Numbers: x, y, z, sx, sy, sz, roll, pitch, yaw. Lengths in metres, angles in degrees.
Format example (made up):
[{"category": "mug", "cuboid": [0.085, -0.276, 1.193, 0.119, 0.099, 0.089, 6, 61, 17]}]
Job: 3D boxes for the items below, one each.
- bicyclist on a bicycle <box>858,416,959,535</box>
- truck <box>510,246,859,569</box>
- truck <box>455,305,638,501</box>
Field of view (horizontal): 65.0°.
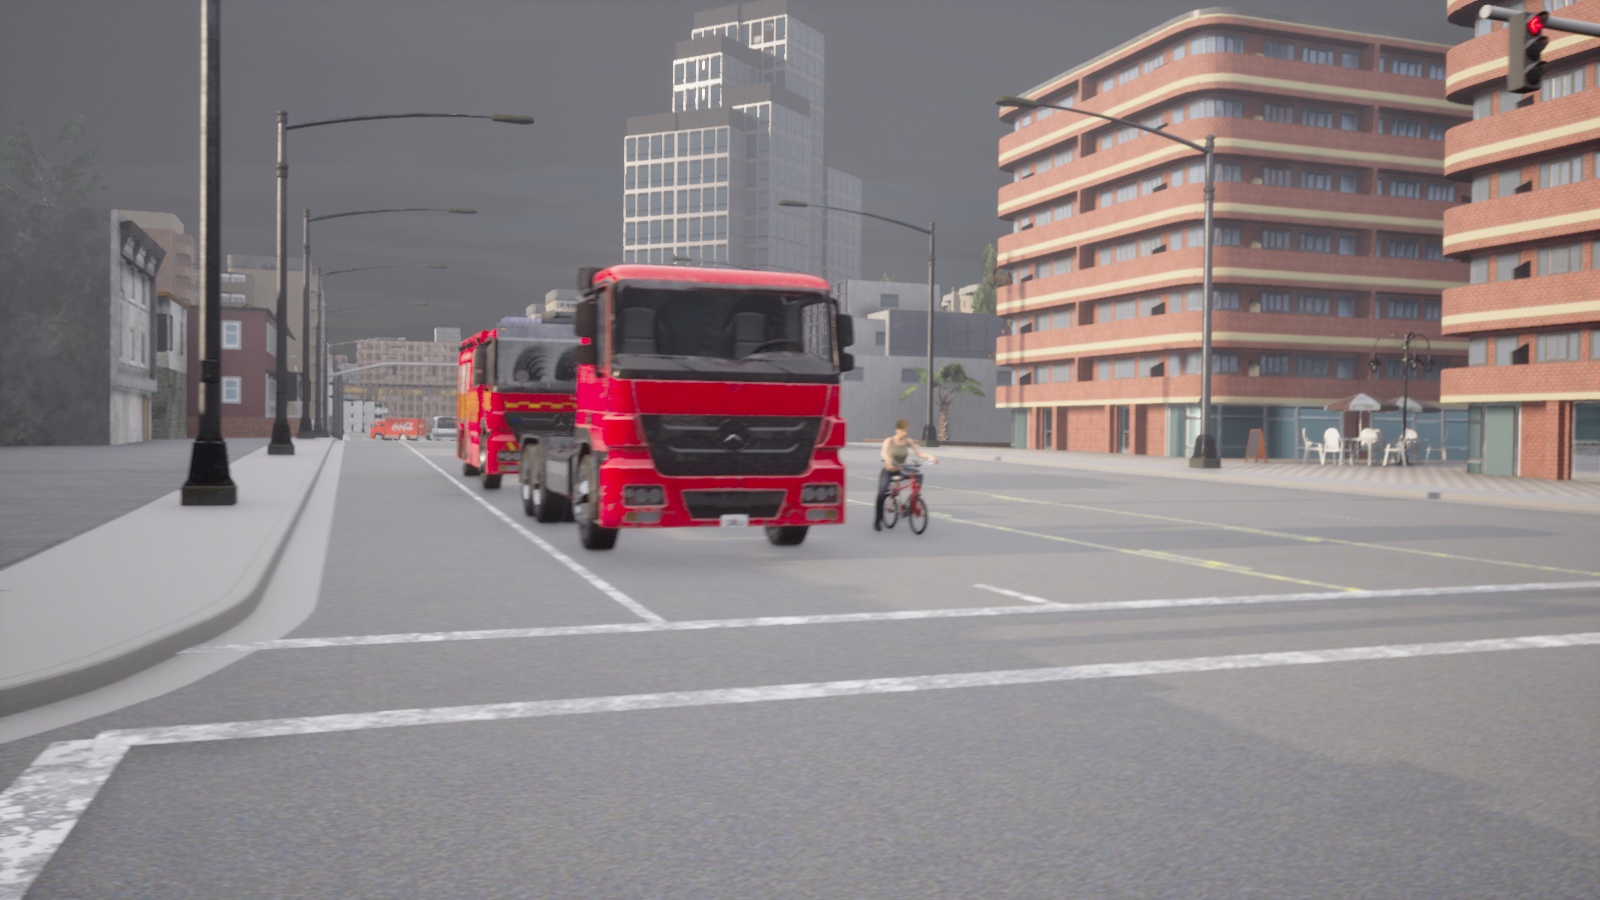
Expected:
[{"category": "bicyclist on a bicycle", "cuboid": [1.523, 0.321, 17.891, 0.866, 1.612, 1.509, -1, 2, -21]}, {"category": "truck", "cuboid": [-2.064, -0.562, 17.664, 2.891, 3.462, 7.936, -1, 2, -20]}, {"category": "truck", "cuboid": [-6.093, -1.052, 28.919, 2.891, 3.827, 8.468, -1, 2, -20]}]
